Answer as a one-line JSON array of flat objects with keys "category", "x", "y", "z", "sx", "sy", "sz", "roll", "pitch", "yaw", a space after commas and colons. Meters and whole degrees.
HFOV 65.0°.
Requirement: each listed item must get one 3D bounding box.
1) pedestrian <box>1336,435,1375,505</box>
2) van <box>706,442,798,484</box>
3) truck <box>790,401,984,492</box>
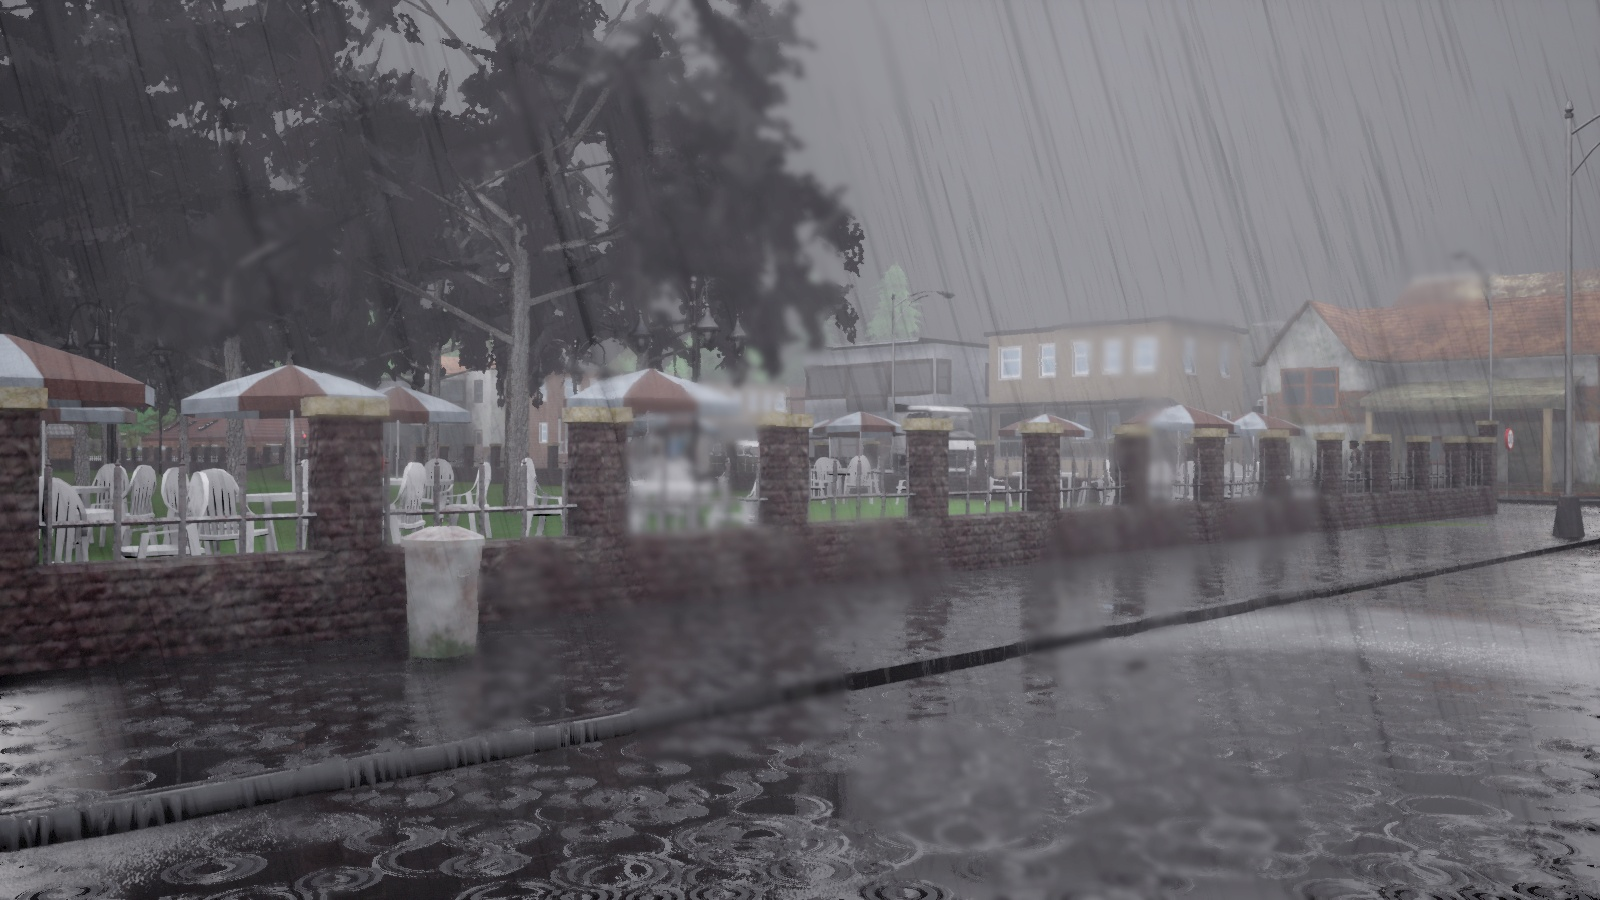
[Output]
[{"category": "pedestrian", "x": 14.425, "y": 0.510, "z": 32.625, "sx": 0.328, "sy": 1.805, "sz": 0.869, "roll": 0, "pitch": 0, "yaw": -44}, {"category": "van", "x": -2.443, "y": 0.621, "z": 62.557, "sx": 4.480, "sy": 2.038, "sz": 2.069, "roll": 0, "pitch": 0, "yaw": 45}, {"category": "truck", "x": 3.412, "y": -0.120, "z": 51.183, "sx": 7.936, "sy": 3.462, "sz": 2.891, "roll": 0, "pitch": 0, "yaw": 45}]
